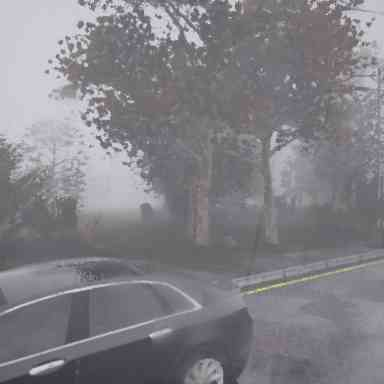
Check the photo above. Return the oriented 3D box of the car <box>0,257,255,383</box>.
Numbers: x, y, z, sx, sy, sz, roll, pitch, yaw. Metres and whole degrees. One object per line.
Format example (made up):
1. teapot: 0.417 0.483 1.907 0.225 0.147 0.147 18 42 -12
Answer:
1. car: -1.535 1.508 3.203 4.892 1.490 1.837 0 0 -35
